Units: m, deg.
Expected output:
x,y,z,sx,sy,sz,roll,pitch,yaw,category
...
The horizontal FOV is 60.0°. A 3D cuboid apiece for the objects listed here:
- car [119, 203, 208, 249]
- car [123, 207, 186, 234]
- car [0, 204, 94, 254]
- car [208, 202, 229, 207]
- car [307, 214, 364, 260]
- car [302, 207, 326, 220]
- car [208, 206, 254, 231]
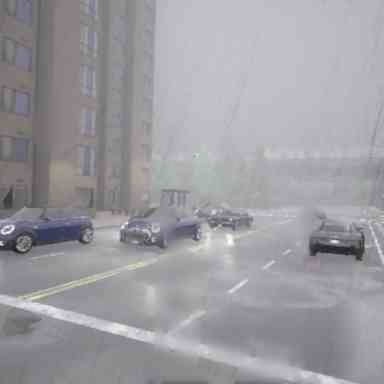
x,y,z,sx,sy,sz,roll,pitch,yaw,category
-1.278,1.459,15.311,2.097,1.767,4.553,1,-1,27,car
-2.258,1.698,21.125,1.994,1.385,4.181,1,-1,27,car
-6.160,1.309,13.447,2.097,1.767,4.553,1,-1,27,car
1.973,1.678,29.402,2.097,1.767,4.553,1,-1,27,car
6.213,1.866,14.162,1.994,1.385,4.181,1,-1,27,car
12.958,2.245,35.247,1.994,1.385,4.181,1,-1,27,car
2.784,1.893,23.319,1.895,1.301,4.718,1,-1,27,car
